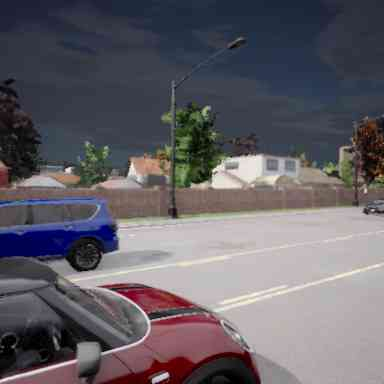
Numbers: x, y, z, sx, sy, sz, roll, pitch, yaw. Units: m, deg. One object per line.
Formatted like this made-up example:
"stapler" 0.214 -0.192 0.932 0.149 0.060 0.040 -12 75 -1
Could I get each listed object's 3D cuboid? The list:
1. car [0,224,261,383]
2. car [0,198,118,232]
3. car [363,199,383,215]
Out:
"car" -1.568 1.351 2.629 4.553 1.767 2.097 0 0 -35
"car" -4.775 1.211 9.184 5.566 2.045 2.150 -1 0 -36
"car" 16.634 1.324 28.752 4.181 1.385 1.994 0 0 -35
